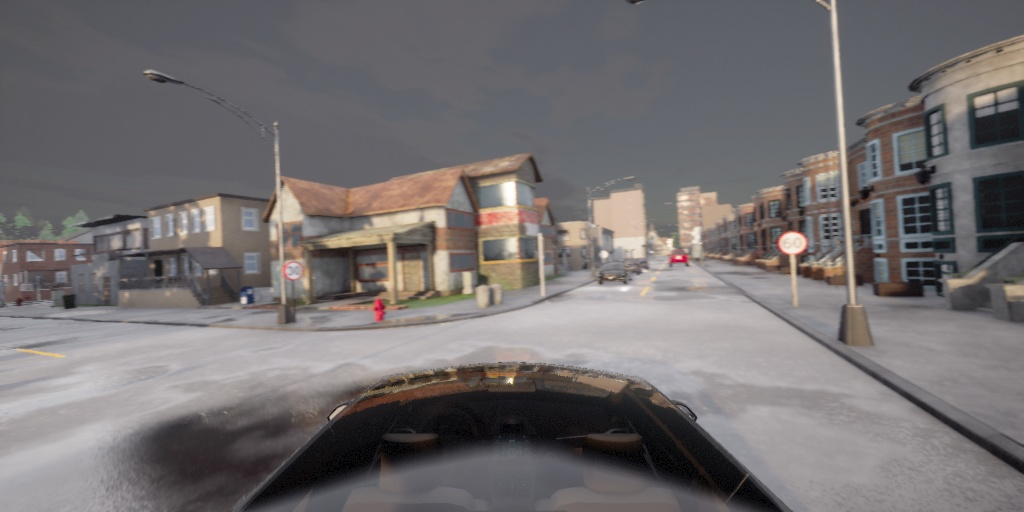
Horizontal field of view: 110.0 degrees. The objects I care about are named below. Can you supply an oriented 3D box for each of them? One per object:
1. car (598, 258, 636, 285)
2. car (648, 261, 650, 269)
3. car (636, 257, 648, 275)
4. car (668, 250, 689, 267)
[{"bbox_3d":[7.172,1.107,24.768,1.837,1.490,4.892,-3,-1,24],"label":"car"},{"bbox_3d":[15.308,0.895,42.698,2.033,1.411,5.357,-3,-1,25],"label":"car"},{"bbox_3d":[11.034,0.973,33.309,2.128,1.511,4.902,-3,-1,24],"label":"car"},{"bbox_3d":[20.823,0.282,44.850,2.150,2.045,5.566,-3,-2,24],"label":"car"}]
